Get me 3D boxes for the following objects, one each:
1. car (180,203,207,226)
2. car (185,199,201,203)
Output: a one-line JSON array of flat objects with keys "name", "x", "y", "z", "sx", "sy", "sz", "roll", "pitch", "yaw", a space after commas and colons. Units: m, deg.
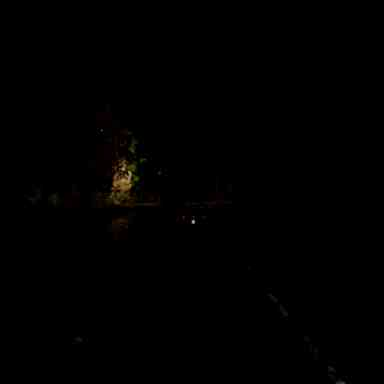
[{"name": "car", "x": 0.096, "y": 1.699, "z": 24.342, "sx": 1.895, "sy": 1.301, "sz": 4.718, "roll": 0, "pitch": 0, "yaw": 0}, {"name": "car", "x": 0.095, "y": 1.698, "z": 43.456, "sx": 2.128, "sy": 1.511, "sz": 4.902, "roll": 0, "pitch": 0, "yaw": 0}]
